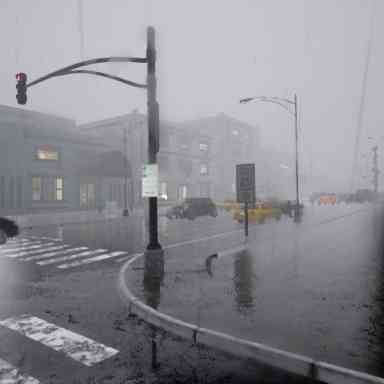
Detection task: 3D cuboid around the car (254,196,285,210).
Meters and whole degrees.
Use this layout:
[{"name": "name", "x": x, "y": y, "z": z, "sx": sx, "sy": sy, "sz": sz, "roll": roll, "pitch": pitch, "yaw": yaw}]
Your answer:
[{"name": "car", "x": 8.864, "y": 1.238, "z": 37.784, "sx": 1.994, "sy": 1.385, "sz": 4.181, "roll": -1, "pitch": 0, "yaw": 36}]

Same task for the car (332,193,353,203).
[{"name": "car", "x": 24.494, "y": 0.901, "z": 53.884, "sx": 2.128, "sy": 1.511, "sz": 4.902, "roll": -1, "pitch": 0, "yaw": 36}]

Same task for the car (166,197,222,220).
[{"name": "car", "x": 0.008, "y": 1.168, "z": 25.623, "sx": 2.097, "sy": 1.767, "sz": 4.553, "roll": -1, "pitch": 0, "yaw": 36}]

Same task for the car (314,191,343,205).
[{"name": "car", "x": 19.248, "y": 0.845, "z": 46.662, "sx": 2.097, "sy": 1.767, "sz": 4.553, "roll": -1, "pitch": 0, "yaw": 35}]

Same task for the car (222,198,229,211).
[{"name": "car", "x": 3.941, "y": 1.289, "z": 35.423, "sx": 1.752, "sy": 1.417, "sz": 4.829, "roll": -1, "pitch": 0, "yaw": 36}]

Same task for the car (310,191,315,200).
[{"name": "car", "x": 23.551, "y": 0.768, "z": 62.418, "sx": 2.192, "sy": 1.841, "sz": 5.009, "roll": -1, "pitch": 0, "yaw": 36}]

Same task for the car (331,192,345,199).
[{"name": "car", "x": 33.309, "y": 0.743, "z": 75.846, "sx": 1.967, "sy": 1.590, "sz": 4.097, "roll": -1, "pitch": 0, "yaw": 36}]

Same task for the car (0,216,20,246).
[{"name": "car", "x": -9.224, "y": 1.502, "z": 12.895, "sx": 1.812, "sy": 1.442, "sz": 4.674, "roll": 0, "pitch": 1, "yaw": 36}]

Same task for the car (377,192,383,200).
[{"name": "car", "x": 33.580, "y": 0.569, "z": 61.967, "sx": 2.192, "sy": 1.841, "sz": 5.009, "roll": -1, "pitch": 0, "yaw": 36}]

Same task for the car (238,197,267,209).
[{"name": "car", "x": 7.294, "y": 1.293, "z": 40.037, "sx": 1.802, "sy": 1.307, "sz": 4.206, "roll": -1, "pitch": 0, "yaw": 36}]

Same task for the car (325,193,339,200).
[{"name": "car", "x": 30.058, "y": 0.935, "z": 71.371, "sx": 1.802, "sy": 1.307, "sz": 4.206, "roll": -1, "pitch": 0, "yaw": 36}]

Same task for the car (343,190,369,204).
[{"name": "car", "x": 22.875, "y": 0.924, "z": 46.468, "sx": 1.837, "sy": 1.490, "sz": 4.892, "roll": -1, "pitch": 0, "yaw": 36}]

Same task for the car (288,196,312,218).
[{"name": "car", "x": 7.566, "y": 1.217, "z": 26.158, "sx": 2.008, "sy": 1.369, "sz": 4.403, "roll": -1, "pitch": 0, "yaw": 36}]

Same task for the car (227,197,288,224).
[{"name": "car", "x": 4.413, "y": 1.242, "z": 21.819, "sx": 1.752, "sy": 1.417, "sz": 4.829, "roll": -1, "pitch": 0, "yaw": 36}]

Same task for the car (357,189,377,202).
[{"name": "car", "x": 26.971, "y": 0.576, "z": 52.180, "sx": 2.150, "sy": 2.045, "sz": 5.566, "roll": -1, "pitch": 0, "yaw": 36}]

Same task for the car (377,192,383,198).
[{"name": "car", "x": 43.165, "y": 0.651, "z": 75.143, "sx": 1.887, "sy": 1.381, "sz": 4.507, "roll": -1, "pitch": 0, "yaw": 36}]

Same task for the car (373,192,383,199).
[{"name": "car", "x": 40.088, "y": 0.720, "z": 70.920, "sx": 1.947, "sy": 1.339, "sz": 4.313, "roll": -1, "pitch": 0, "yaw": 36}]
